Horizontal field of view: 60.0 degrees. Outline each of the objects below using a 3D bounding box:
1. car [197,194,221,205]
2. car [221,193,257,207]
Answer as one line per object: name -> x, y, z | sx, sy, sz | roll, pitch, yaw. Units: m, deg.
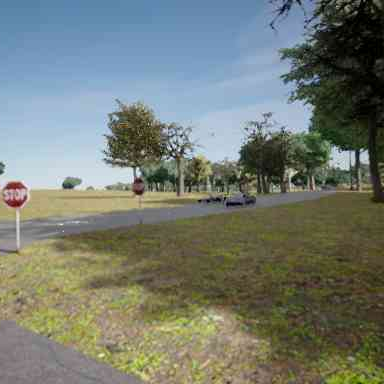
car -> 2.605, 0.938, 42.978 | 1.895, 1.301, 4.718 | -3, 0, 34
car -> 5.134, 0.765, 34.282 | 1.994, 1.385, 4.181 | -3, 0, 34
